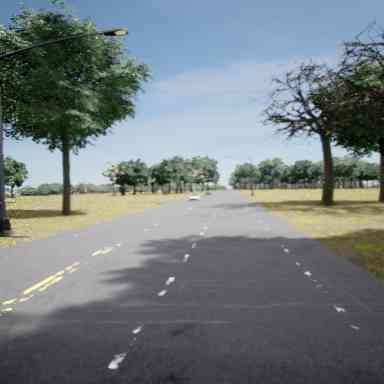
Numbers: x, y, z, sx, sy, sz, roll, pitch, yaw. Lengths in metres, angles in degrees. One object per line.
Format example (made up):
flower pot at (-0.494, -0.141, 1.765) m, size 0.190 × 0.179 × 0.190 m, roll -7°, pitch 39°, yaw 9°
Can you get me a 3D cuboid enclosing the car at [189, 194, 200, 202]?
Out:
car at (0.502, 1.056, 62.450) m, size 1.812 × 1.442 × 4.674 m, roll -2°, pitch 1°, yaw 7°
